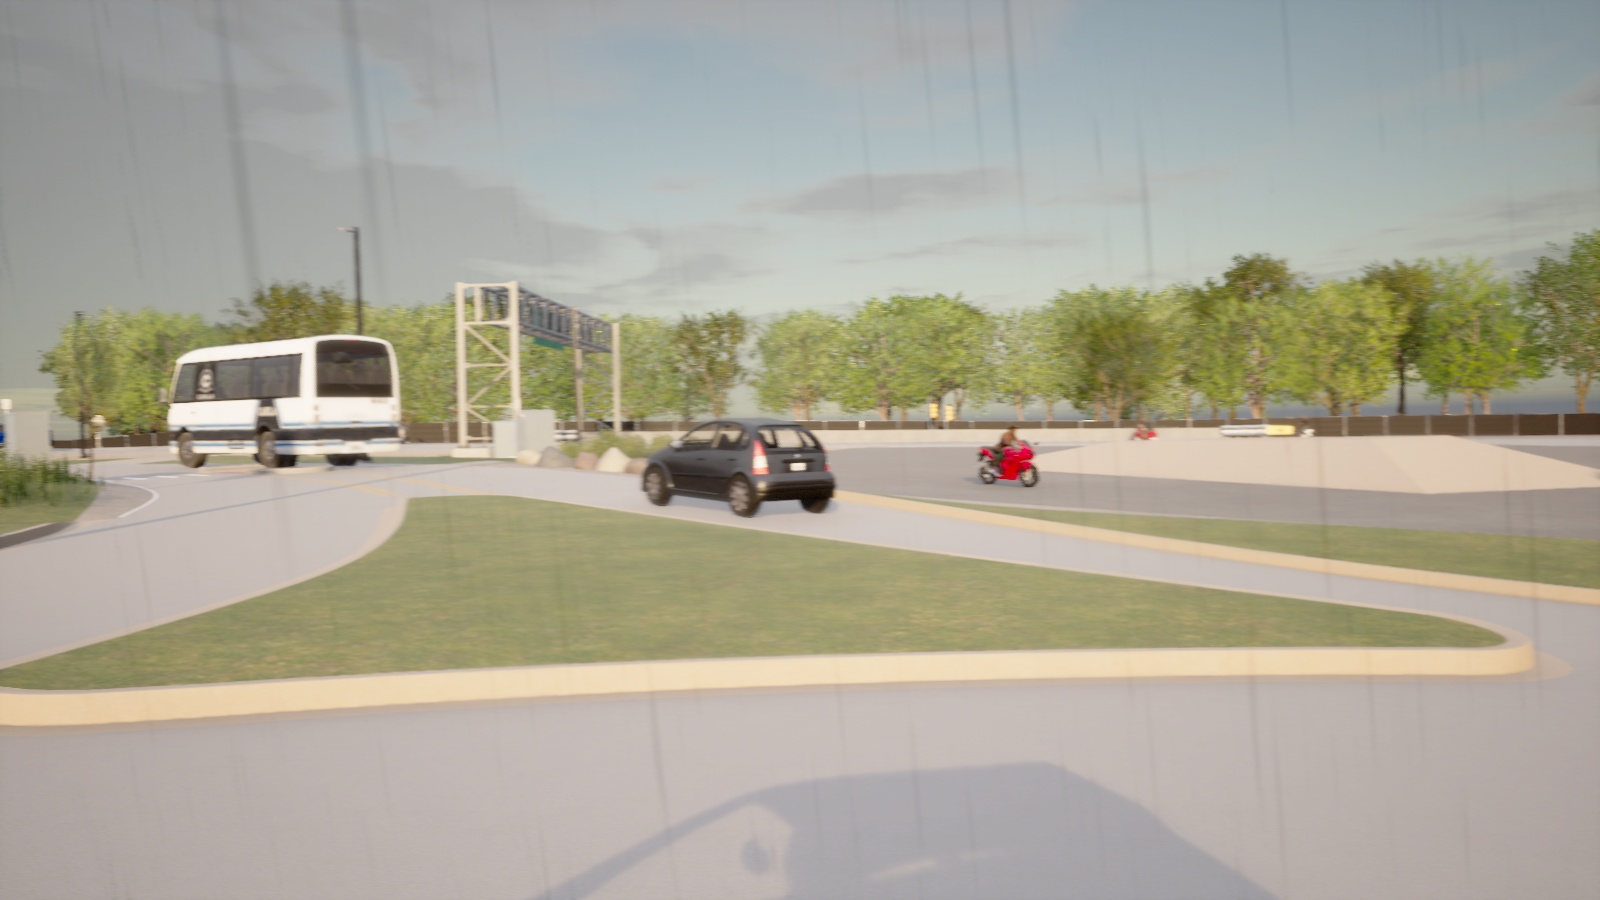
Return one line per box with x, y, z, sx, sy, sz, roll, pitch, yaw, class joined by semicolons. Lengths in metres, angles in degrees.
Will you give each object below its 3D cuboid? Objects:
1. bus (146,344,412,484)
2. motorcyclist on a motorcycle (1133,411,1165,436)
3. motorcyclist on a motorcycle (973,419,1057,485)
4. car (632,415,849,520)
-18.094;-1.119;43.174;10.273;4.253;3.944;-1;2;40;bus
23.308;-1.785;83.802;1.817;1.590;0.866;-2;2;-6;motorcyclist on a motorcycle
5.172;0.028;30.329;0.797;1.523;2.044;-2;2;-35;motorcyclist on a motorcycle
-1.130;0.216;22.166;1.851;1.617;3.988;-3;3;-37;car
